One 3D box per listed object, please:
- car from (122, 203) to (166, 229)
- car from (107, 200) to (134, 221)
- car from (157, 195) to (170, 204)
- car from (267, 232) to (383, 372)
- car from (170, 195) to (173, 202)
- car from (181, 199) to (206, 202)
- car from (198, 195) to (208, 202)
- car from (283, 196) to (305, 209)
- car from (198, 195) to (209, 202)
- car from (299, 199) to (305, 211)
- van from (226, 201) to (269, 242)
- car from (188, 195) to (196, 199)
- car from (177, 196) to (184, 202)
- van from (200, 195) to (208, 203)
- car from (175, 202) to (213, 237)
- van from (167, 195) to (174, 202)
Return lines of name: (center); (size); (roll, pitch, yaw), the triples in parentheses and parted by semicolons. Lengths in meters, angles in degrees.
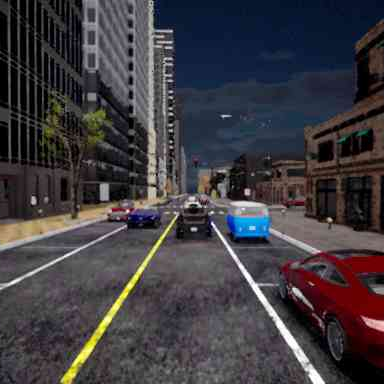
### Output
car: (-3.082, 1.676, 22.228); (1.895, 1.301, 4.718); (0, 0, 0)
car: (-5.696, 1.533, 27.690); (1.967, 1.590, 4.097); (-1, 0, 0)
car: (-5.823, 1.747, 65.467); (1.752, 1.417, 4.829); (-1, 0, 0)
car: (2.681, 1.601, 5.535); (1.802, 1.307, 4.206); (-1, 0, 0)
car: (-5.651, 1.808, 71.281); (1.947, 1.339, 4.313); (-1, 0, 0)
car: (0.102, 1.628, 30.251); (1.812, 1.442, 4.674); (0, 0, 0)
car: (2.695, 1.597, 82.513); (2.192, 1.841, 5.009); (-1, 0, 0)
car: (16.539, 1.595, 50.933); (5.009, 1.841, 2.192); (1, 0, 1)
car: (2.694, 1.682, 71.225); (1.967, 1.590, 4.097); (-1, 0, 0)
car: (16.428, 1.946, 42.555); (4.313, 1.339, 1.947); (1, 0, 1)
van: (2.680, 1.398, 16.605); (1.690, 1.788, 3.998); (-1, 0, 0)
car: (0.023, 1.827, 91.284); (1.812, 1.442, 4.674); (0, 0, 0)
car: (-2.978, 1.830, 89.314); (2.128, 1.511, 4.902); (0, 0, 0)
van: (2.694, 1.603, 76.869); (1.690, 1.788, 3.998); (-1, 0, 0)
car: (0.102, 1.569, 18.615); (1.837, 1.490, 4.892); (0, 0, 0)
van: (-5.650, 1.642, 88.214); (1.690, 1.788, 3.998); (-1, 0, 0)
